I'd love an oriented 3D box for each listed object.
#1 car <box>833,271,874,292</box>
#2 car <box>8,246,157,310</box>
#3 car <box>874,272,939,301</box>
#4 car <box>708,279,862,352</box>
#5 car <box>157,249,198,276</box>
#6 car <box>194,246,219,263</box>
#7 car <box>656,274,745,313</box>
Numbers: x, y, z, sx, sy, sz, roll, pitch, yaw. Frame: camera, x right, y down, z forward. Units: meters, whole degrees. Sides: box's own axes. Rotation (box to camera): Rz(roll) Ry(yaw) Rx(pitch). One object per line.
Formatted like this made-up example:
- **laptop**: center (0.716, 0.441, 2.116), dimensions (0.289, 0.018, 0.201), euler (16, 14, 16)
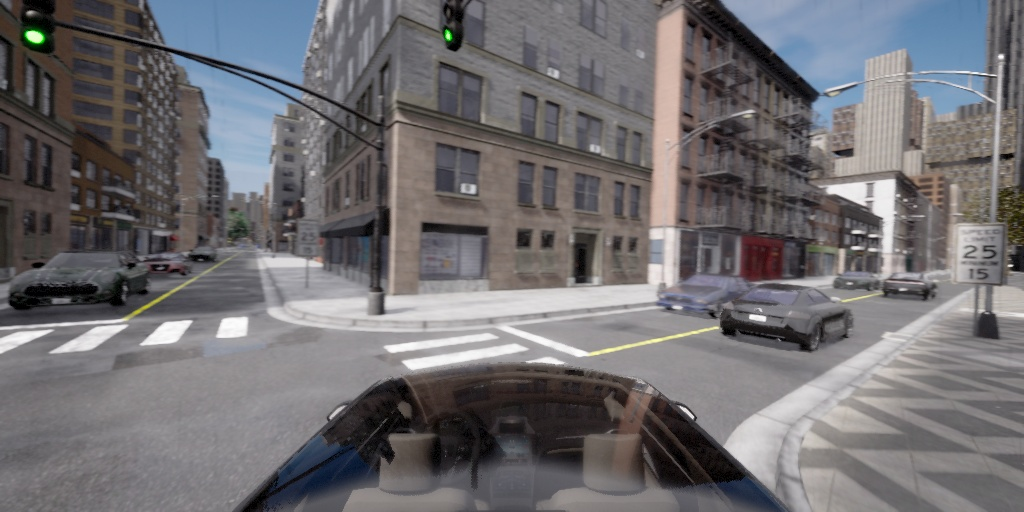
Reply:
- **car**: center (25.345, 1.796, 26.347), dimensions (4.181, 1.385, 1.994), euler (1, 1, -36)
- **car**: center (-13.539, 0.575, 11.570), dimensions (2.097, 1.767, 4.553), euler (1, 1, -36)
- **car**: center (23.886, 1.742, 21.495), dimensions (4.902, 1.511, 2.128), euler (1, 1, -36)
- **car**: center (7.359, 1.452, 9.548), dimensions (4.181, 1.385, 1.994), euler (1, 1, -36)
- **car**: center (-20.786, 0.450, 21.669), dimensions (1.994, 1.385, 4.181), euler (1, 1, -35)
- **car**: center (-31.581, -0.267, 36.796), dimensions (2.097, 1.767, 4.553), euler (1, 1, -35)
- **car**: center (7.758, 1.393, 13.660), dimensions (5.357, 1.411, 2.033), euler (1, 1, -36)
